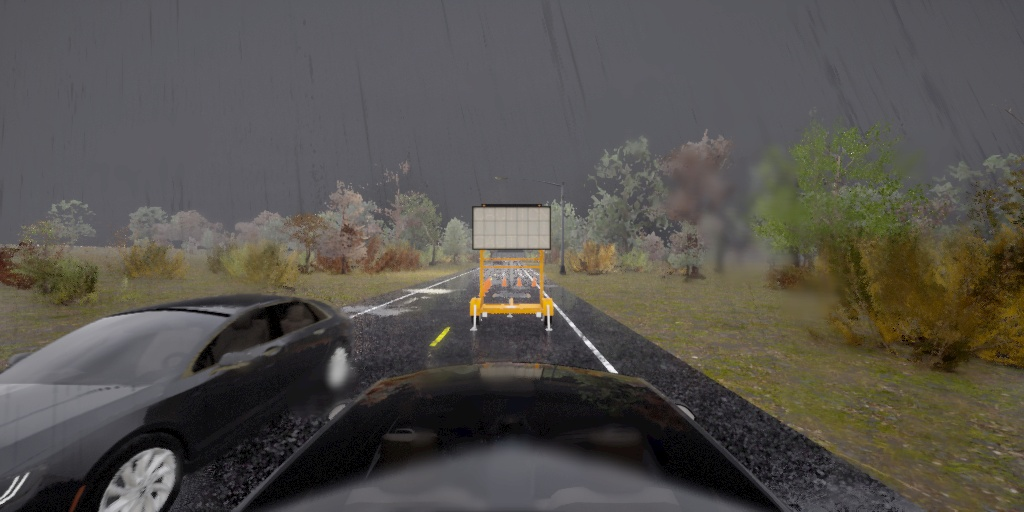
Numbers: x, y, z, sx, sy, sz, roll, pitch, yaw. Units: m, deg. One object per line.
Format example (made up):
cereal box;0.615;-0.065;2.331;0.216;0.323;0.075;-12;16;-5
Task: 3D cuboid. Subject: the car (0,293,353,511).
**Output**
car;-3.500;1.255;3.987;1.837;1.490;4.892;0;0;0

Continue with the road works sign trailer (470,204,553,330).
road works sign trailer;-0.008;0.214;11.042;2.380;3.560;2.880;0;0;0
